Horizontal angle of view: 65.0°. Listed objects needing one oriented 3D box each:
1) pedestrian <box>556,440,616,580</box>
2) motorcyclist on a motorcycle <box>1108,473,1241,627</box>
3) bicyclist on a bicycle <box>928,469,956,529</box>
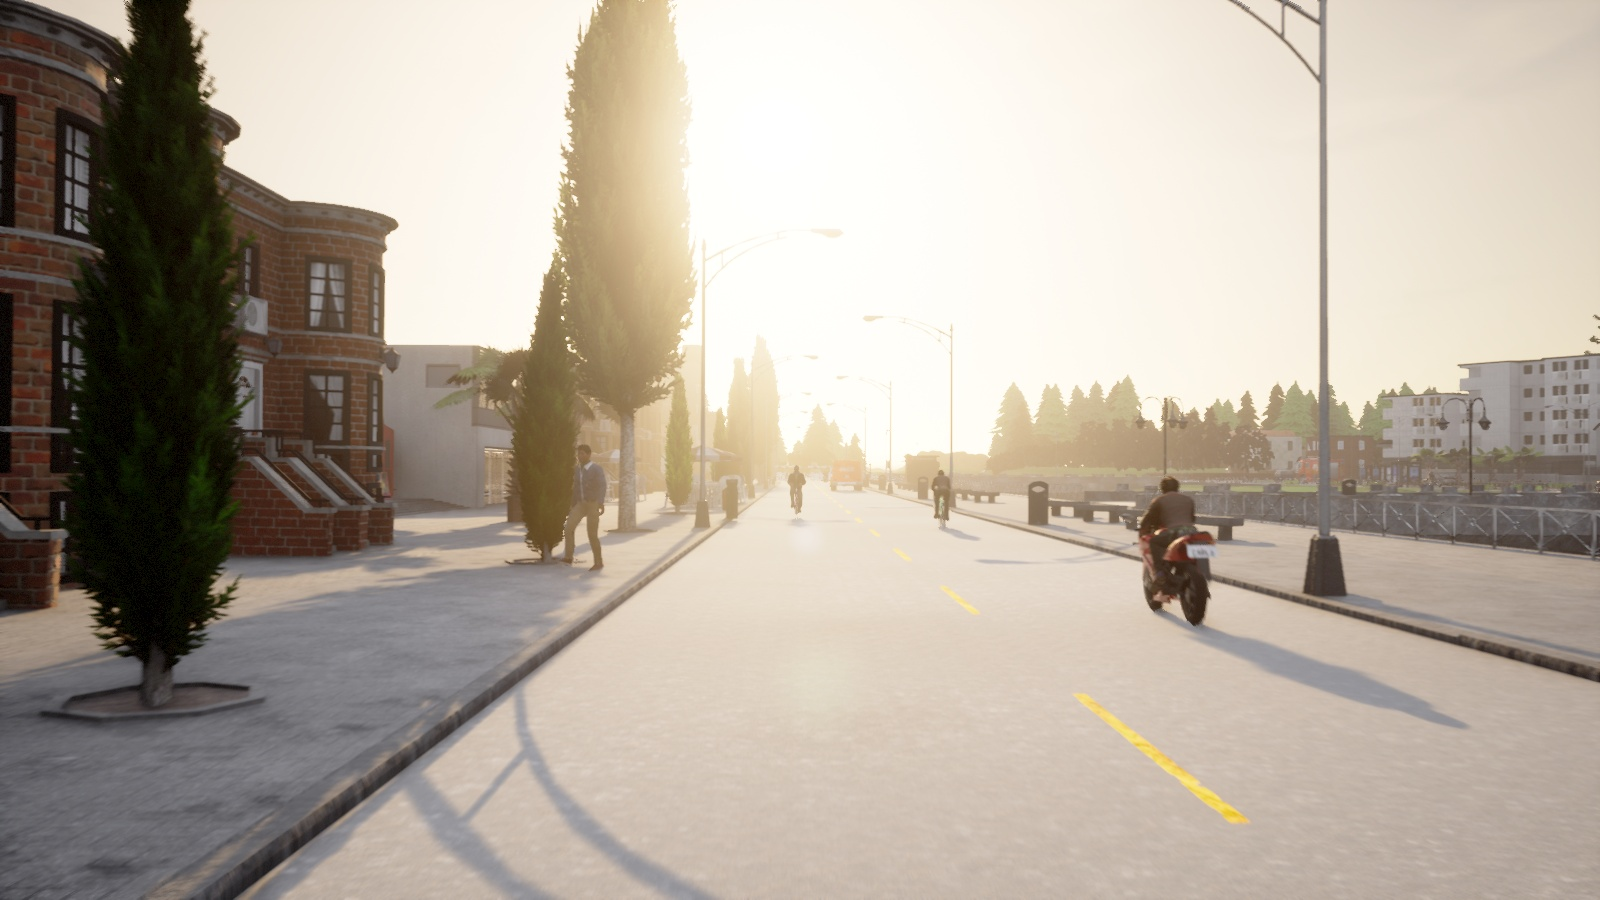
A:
[{"bbox_3d":[-3.043,0.836,17.889,0.423,1.949,0.788,-1,-1,31],"label":"pedestrian"},{"bbox_3d":[3.964,1.006,13.471,0.797,1.523,2.044,0,-1,0],"label":"motorcyclist on a motorcycle"},{"bbox_3d":[3.909,1.333,34.731,0.582,1.620,1.656,0,-1,0],"label":"bicyclist on a bicycle"}]
